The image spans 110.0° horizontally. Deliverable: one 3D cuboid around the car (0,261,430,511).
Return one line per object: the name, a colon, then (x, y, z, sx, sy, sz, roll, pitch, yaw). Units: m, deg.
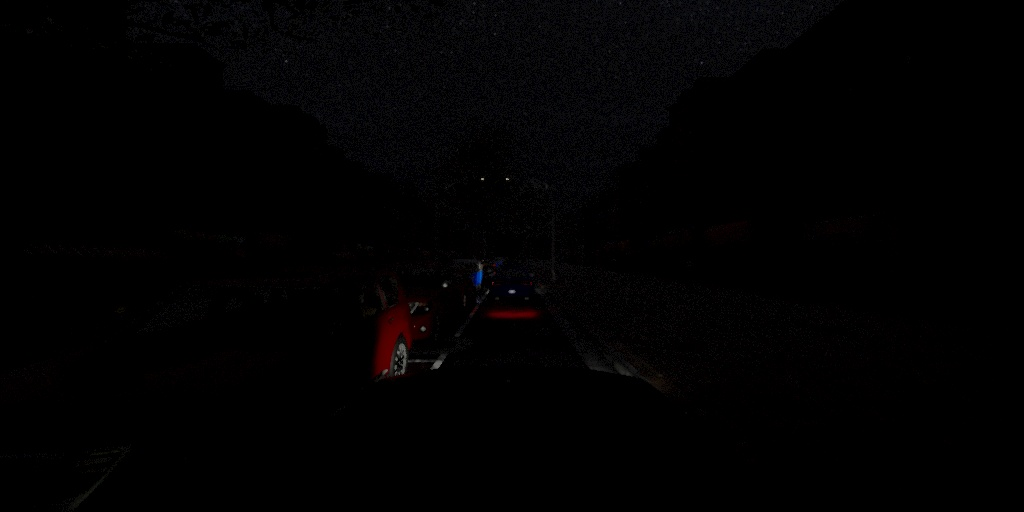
car: (-2.637, 1.064, 4.058, 2.192, 1.841, 5.009, 0, 0, 0)

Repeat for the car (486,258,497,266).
car: (-2.637, 1.205, 31.734, 1.967, 1.591, 4.097, 0, 0, 0)

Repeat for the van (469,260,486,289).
van: (-2.637, 1.099, 20.663, 1.690, 1.789, 3.998, 0, 0, 0)

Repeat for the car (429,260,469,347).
car: (-2.637, 1.067, 9.593, 2.192, 1.841, 5.009, 0, 0, 0)

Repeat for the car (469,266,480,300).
car: (-2.637, 1.300, 15.128, 1.888, 1.381, 4.507, 0, 0, 0)

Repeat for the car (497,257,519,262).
car: (-0.001, 1.132, 31.481, 2.097, 1.767, 4.553, 0, 0, 0)

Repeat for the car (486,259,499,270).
car: (-3.015, 1.270, 56.258, 1.882, 1.535, 5.008, 0, 0, 0)

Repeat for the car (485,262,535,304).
car: (0.000, 1.242, 16.505, 1.882, 1.535, 5.008, 0, 0, 0)
